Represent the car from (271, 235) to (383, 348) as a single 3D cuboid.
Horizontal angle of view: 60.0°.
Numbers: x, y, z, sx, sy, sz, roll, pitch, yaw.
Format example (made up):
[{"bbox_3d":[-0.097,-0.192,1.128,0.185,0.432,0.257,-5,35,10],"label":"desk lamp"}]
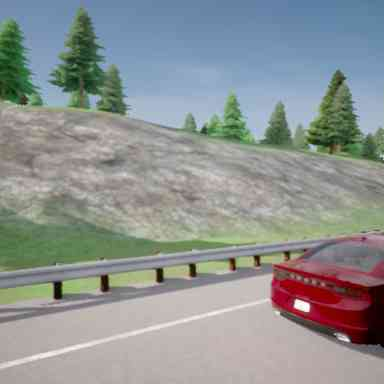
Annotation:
[{"bbox_3d":[3.708,1.559,6.303,5.008,1.535,1.882,1,0,-33],"label":"car"}]
